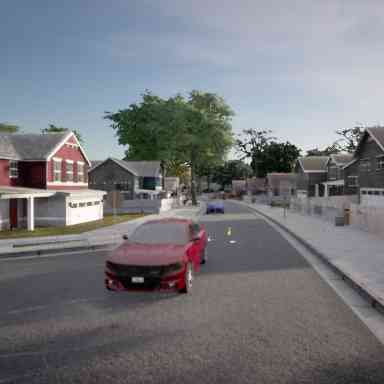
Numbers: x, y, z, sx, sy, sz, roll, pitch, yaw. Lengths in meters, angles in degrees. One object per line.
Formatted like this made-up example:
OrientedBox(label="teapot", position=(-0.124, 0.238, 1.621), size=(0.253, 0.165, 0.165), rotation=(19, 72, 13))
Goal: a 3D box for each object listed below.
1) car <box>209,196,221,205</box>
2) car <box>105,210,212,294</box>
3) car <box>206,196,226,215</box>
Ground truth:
OrientedBox(label="car", position=(4.196, 1.533, 60.586), size=(1.882, 1.535, 5.008), rotation=(0, 0, 1))
OrientedBox(label="car", position=(-0.702, 1.488, 9.129), size=(1.882, 1.535, 5.008), rotation=(0, 0, 9))
OrientedBox(label="car", position=(2.483, 1.534, 34.507), size=(1.882, 1.535, 5.008), rotation=(0, 0, 5))
